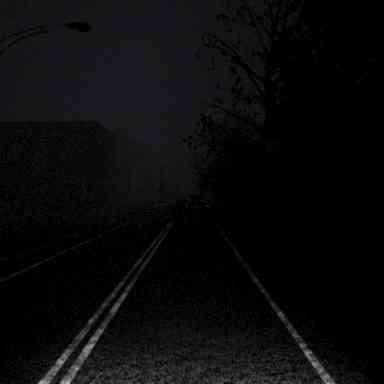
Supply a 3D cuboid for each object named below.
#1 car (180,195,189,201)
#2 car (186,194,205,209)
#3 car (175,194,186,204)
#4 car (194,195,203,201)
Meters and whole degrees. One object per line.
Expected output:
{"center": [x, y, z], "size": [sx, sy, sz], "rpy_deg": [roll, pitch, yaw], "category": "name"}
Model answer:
{"center": [-1.671, 1.375, 79.536], "size": [1.837, 1.490, 4.892], "rpy_deg": [0, 0, 2], "category": "car"}
{"center": [0.638, 1.238, 45.532], "size": [2.150, 2.045, 5.566], "rpy_deg": [0, 0, 1], "category": "car"}
{"center": [-2.207, 1.429, 63.723], "size": [1.882, 1.535, 5.008], "rpy_deg": [0, 0, 2], "category": "car"}
{"center": [1.621, 1.412, 80.813], "size": [2.033, 1.411, 5.357], "rpy_deg": [0, 0, 2], "category": "car"}
